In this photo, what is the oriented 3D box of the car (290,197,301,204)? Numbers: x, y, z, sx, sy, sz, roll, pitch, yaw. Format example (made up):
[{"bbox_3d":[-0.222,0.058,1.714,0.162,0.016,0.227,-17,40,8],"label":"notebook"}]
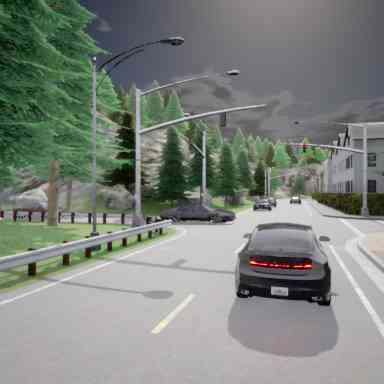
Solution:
[{"bbox_3d":[19.446,1.564,62.498,1.994,1.385,4.181,0,0,18],"label":"car"}]

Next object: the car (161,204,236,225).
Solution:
[{"bbox_3d":[0.448,1.556,24.166,5.357,1.411,2.033,0,0,17],"label":"car"}]

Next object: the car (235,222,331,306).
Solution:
[{"bbox_3d":[2.269,1.505,8.188,1.837,1.490,4.892,0,0,17],"label":"car"}]

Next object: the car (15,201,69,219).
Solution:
[{"bbox_3d":[-12.766,1.542,28.248,4.674,1.442,1.812,1,0,17],"label":"car"}]

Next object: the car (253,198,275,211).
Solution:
[{"bbox_3d":[8.786,1.564,41.075,1.994,1.385,4.181,0,0,18],"label":"car"}]

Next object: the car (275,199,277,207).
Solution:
[{"bbox_3d":[11.814,1.564,50.606,1.994,1.385,4.181,0,0,18],"label":"car"}]
